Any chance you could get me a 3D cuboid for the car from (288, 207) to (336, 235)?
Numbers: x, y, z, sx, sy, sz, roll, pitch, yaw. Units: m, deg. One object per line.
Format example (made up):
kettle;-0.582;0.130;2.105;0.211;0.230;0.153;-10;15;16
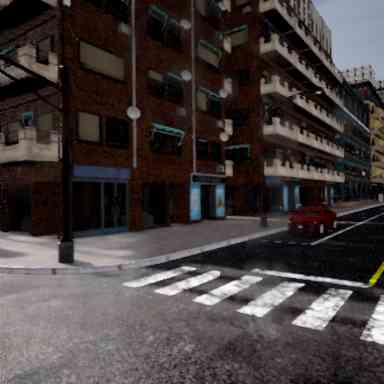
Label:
car;6.852;1.523;18.784;1.887;1.381;4.507;-1;0;36
